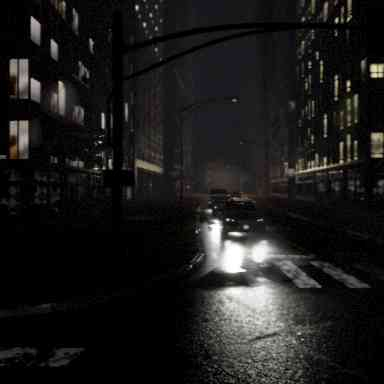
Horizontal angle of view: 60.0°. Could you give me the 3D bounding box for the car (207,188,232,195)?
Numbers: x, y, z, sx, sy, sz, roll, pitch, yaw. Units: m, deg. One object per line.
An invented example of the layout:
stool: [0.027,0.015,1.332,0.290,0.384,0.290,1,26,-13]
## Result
car: [2.867,0.580,36.207,2.150,2.045,5.566,0,1,3]

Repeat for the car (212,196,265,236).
car: [2.290,1.164,16.339,2.128,1.511,4.902,0,1,1]

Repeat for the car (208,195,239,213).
car: [2.447,1.128,25.654,1.895,1.301,4.718,0,1,2]

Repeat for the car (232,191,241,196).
car: [7.292,0.514,56.281,1.882,1.535,5.008,0,1,5]
